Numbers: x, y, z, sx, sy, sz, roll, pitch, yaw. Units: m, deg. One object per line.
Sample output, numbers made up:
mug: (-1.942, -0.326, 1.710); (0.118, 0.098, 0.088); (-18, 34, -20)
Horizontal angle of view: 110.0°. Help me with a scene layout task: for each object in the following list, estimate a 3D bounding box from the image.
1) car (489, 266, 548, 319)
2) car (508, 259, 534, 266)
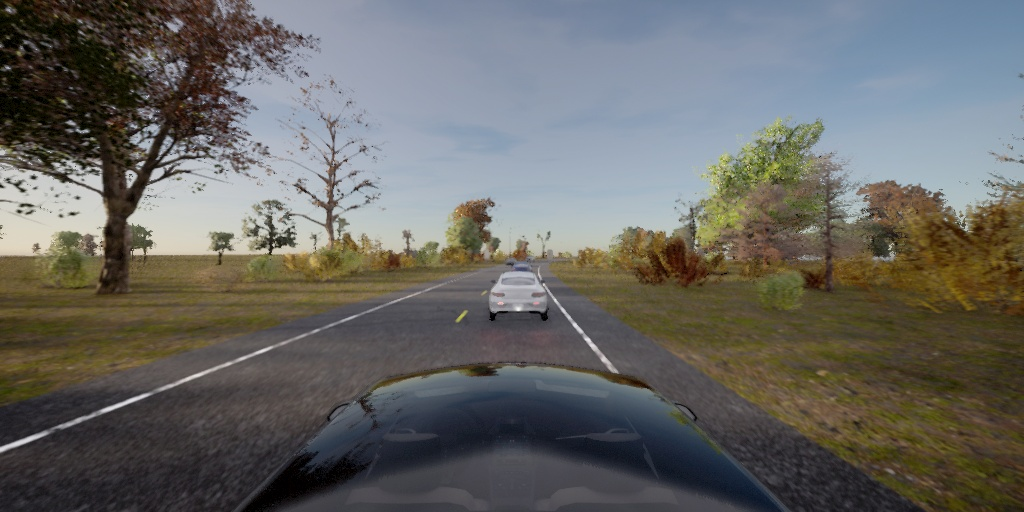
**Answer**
car: (0.215, 1.262, 12.540); (1.812, 1.442, 4.674); (0, 0, 1)
car: (0.856, 1.231, 31.200); (1.812, 1.442, 4.674); (0, 0, 3)
